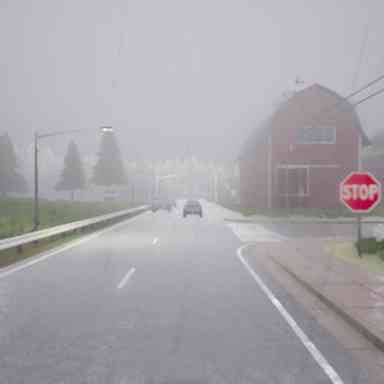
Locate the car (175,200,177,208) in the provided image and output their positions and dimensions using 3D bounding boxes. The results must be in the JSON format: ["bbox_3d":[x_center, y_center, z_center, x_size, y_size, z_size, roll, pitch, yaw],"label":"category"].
[{"bbox_3d":[-3.588,1.860,57.133,2.128,1.511,4.902,0,0,0],"label":"car"}]

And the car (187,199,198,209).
[{"bbox_3d":[0.062,1.857,54.496,1.837,1.490,4.892,0,0,0],"label":"car"}]

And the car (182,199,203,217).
[{"bbox_3d":[0.068,1.709,33.696,2.128,1.511,4.902,0,0,0],"label":"car"}]

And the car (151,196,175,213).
[{"bbox_3d":[-3.611,1.482,40.639,2.150,2.045,5.566,0,0,0],"label":"car"}]
